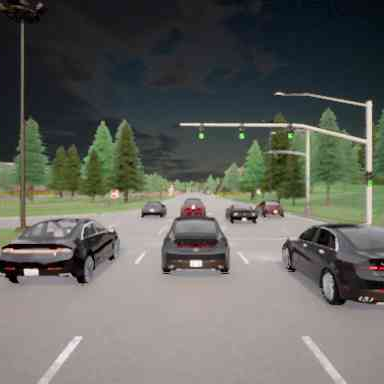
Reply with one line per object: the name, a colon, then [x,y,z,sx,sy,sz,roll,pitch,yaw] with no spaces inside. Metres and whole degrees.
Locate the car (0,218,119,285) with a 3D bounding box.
car: [-3.400,1.483,9.465,2.128,1.511,4.902,0,0,0]

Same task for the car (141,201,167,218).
car: [-3.399,1.538,30.317,1.994,1.385,4.181,0,0,0]

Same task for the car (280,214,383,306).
car: [3.603,1.496,7.977,1.837,1.490,4.892,0,-1,0]

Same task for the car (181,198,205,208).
car: [0.101,1.326,29.729,2.097,1.767,4.553,0,0,0]

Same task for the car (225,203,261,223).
car: [3.600,1.579,25.005,1.895,1.301,4.718,0,0,0]

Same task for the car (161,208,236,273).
car: [0.099,1.496,10.572,1.837,1.490,4.892,0,0,0]

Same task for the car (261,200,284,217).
car: [7.100,1.499,30.584,1.812,1.442,4.674,0,0,0]
